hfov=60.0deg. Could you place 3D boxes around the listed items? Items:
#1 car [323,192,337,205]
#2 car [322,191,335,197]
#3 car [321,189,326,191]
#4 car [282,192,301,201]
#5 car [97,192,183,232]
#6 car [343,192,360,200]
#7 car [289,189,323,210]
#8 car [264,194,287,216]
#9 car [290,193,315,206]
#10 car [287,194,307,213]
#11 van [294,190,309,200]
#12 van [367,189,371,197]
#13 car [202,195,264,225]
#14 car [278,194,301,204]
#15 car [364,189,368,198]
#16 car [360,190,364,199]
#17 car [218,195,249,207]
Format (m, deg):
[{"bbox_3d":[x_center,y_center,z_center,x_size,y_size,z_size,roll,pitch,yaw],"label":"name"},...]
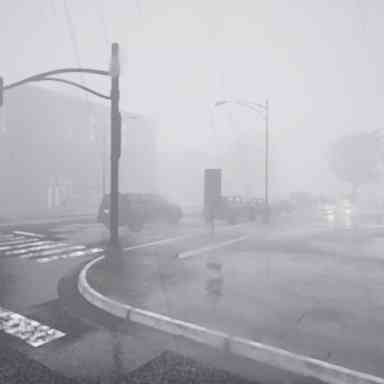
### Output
[{"bbox_3d":[18.359,1.005,45.034,1.947,1.339,4.313,1,2,35],"label":"car"},{"bbox_3d":[33.486,0.431,81.717,2.008,1.369,4.403,2,2,35],"label":"car"},{"bbox_3d":[27.192,0.459,72.590,1.967,1.590,4.097,2,2,35],"label":"car"},{"bbox_3d":[17.652,0.753,58.765,1.752,1.417,4.829,2,2,35],"label":"car"},{"bbox_3d":[-2.812,1.040,19.094,2.150,2.045,5.566,1,1,35],"label":"car"},{"bbox_3d":[27.801,0.785,58.720,2.008,1.369,4.403,1,2,35],"label":"car"},{"bbox_3d":[12.066,0.889,35.904,2.192,1.841,5.009,1,2,35],"label":"car"},{"bbox_3d":[5.769,1.149,26.781,1.967,1.590,4.097,1,2,35],"label":"car"},{"bbox_3d":[14.904,0.920,44.682,1.882,1.535,5.008,1,1,35],"label":"car"},{"bbox_3d":[8.916,1.192,31.347,2.008,1.369,4.403,1,2,35],"label":"car"},{"bbox_3d":[20.898,0.498,63.463,1.690,1.788,3.998,2,2,35],"label":"van"},{"bbox_3d":[40.394,0.297,76.965,1.690,1.788,3.998,1,2,35],"label":"van"},{"bbox_3d":[2.623,1.090,22.216,2.192,1.841,5.009,1,2,35],"label":"car"},{"bbox_3d":[14.673,0.966,49.728,1.895,1.301,4.718,1,1,35],"label":"car"},{"bbox_3d":[34.193,0.619,67.984,1.752,1.417,4.829,1,2,35],"label":"car"},{"bbox_3d":[30.948,0.747,63.283,1.802,1.307,4.206,1,2,35],"label":"car"},{"bbox_3d":[5.158,1.064,40.657,1.947,1.339,4.313,1,2,35],"label":"car"}]
